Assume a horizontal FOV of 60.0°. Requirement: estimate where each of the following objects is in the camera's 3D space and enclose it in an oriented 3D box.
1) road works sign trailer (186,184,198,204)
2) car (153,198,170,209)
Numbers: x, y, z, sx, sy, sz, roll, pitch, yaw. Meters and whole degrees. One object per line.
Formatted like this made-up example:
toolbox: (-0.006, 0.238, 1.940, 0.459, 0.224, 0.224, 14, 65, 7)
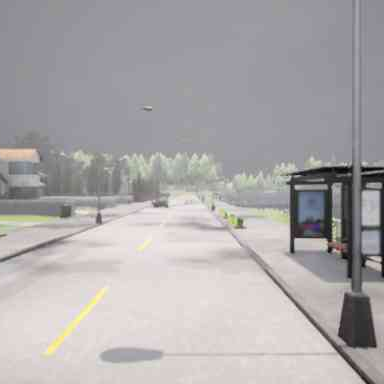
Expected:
road works sign trailer: (0.005, 0.320, 62.062, 2.380, 3.560, 2.880, 0, 0, 0)
car: (-4.080, 1.497, 44.562, 1.895, 1.301, 4.718, 0, 0, 0)
